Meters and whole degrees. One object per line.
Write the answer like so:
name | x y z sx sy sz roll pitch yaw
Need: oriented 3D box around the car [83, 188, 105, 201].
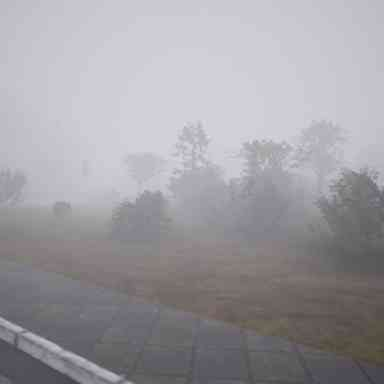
car | -13.875 0.508 52.018 1.882 1.535 5.008 2 2 39

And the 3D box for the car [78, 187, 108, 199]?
car | -16.014 0.173 54.902 2.150 2.045 5.566 2 1 39
